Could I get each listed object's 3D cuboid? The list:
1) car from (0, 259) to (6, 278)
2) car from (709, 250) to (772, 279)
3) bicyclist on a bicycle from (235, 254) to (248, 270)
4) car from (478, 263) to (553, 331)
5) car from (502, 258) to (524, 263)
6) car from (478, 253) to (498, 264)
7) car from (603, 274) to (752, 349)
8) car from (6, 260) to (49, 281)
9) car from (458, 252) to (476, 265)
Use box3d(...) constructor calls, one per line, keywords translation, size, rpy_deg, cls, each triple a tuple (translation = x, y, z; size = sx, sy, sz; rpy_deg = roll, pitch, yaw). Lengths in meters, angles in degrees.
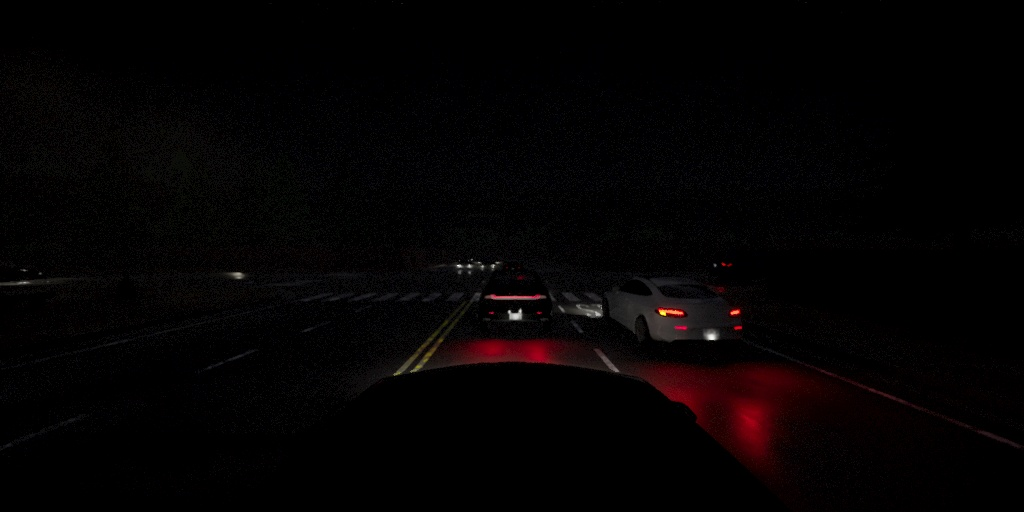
box3d(translation=(-33.993, 0.812, 21.061), size=(4.553, 1.767, 2.097), rpy_deg=(0, 1, -12), cls="car")
box3d(translation=(15.212, 0.667, 22.031), size=(5.566, 2.045, 2.150), rpy_deg=(0, 1, 2), cls="car")
box3d(translation=(-27.286, 0.575, 36.177), size=(0.582, 1.620, 1.656), rpy_deg=(0, 1, 0), cls="bicyclist on a bicycle")
box3d(translation=(0.085, 1.133, 10.554), size=(2.128, 1.511, 4.902), rpy_deg=(0, 1, 0), cls="car")
box3d(translation=(0.087, 0.867, 32.464), size=(1.812, 1.442, 4.674), rpy_deg=(0, 1, 0), cls="car")
box3d(translation=(-3.589, 0.577, 54.974), size=(1.882, 1.535, 5.008), rpy_deg=(0, 1, 0), cls="car")
box3d(translation=(3.584, 1.190, 8.743), size=(1.812, 1.442, 4.674), rpy_deg=(0, 0, 0), cls="car")
box3d(translation=(-35.050, 0.944, 24.432), size=(4.674, 1.442, 1.812), rpy_deg=(0, 1, -12), cls="car")
box3d(translation=(-7.088, 0.601, 55.289), size=(1.837, 1.490, 4.892), rpy_deg=(0, 1, 0), cls="car")
